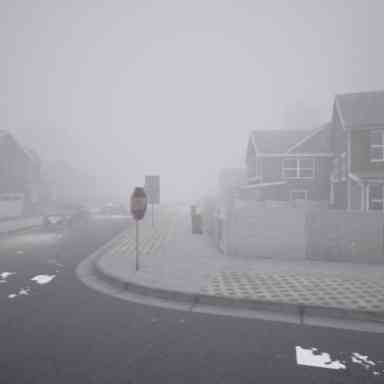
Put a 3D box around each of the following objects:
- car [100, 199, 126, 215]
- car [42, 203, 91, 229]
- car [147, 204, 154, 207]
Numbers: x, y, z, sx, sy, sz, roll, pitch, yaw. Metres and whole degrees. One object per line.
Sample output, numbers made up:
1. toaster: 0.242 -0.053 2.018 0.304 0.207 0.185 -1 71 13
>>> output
1. car: -7.932 1.484 33.884 1.812 1.442 4.674 0 0 1
2. car: -8.014 1.469 21.671 2.128 1.511 4.902 0 0 0
3. car: -7.065 1.482 50.776 2.033 1.411 5.357 0 0 4
